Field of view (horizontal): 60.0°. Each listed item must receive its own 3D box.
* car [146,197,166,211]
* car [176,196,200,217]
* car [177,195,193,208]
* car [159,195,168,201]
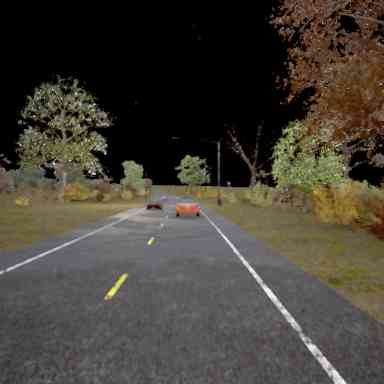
[{"bbox_3d":[-4.437,1.553,39.978,1.895,1.301,4.718,0,0,-2],"label":"car"},{"bbox_3d":[-0.426,1.317,31.208,2.097,1.767,4.553,0,0,-2],"label":"car"},{"bbox_3d":[-1.026,1.287,46.198,2.097,1.767,4.553,0,0,-3],"label":"car"},{"bbox_3d":[-6.775,1.375,79.812,2.128,1.511,4.902,0,0,-4],"label":"car"}]
